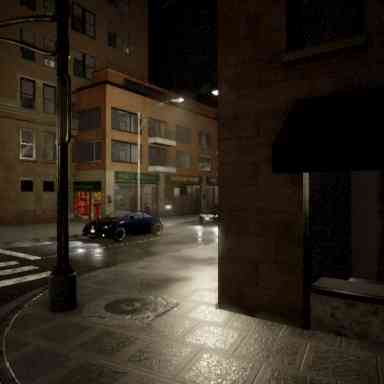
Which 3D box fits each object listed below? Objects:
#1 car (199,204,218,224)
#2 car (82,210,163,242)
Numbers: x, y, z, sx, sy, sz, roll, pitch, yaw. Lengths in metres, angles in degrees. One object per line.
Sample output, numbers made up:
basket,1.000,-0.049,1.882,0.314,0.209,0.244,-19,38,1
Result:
car,2.368,1.580,24.704,1.812,1.442,4.674,0,0,35
car,-3.345,1.595,16.696,1.994,1.385,4.181,0,0,35
